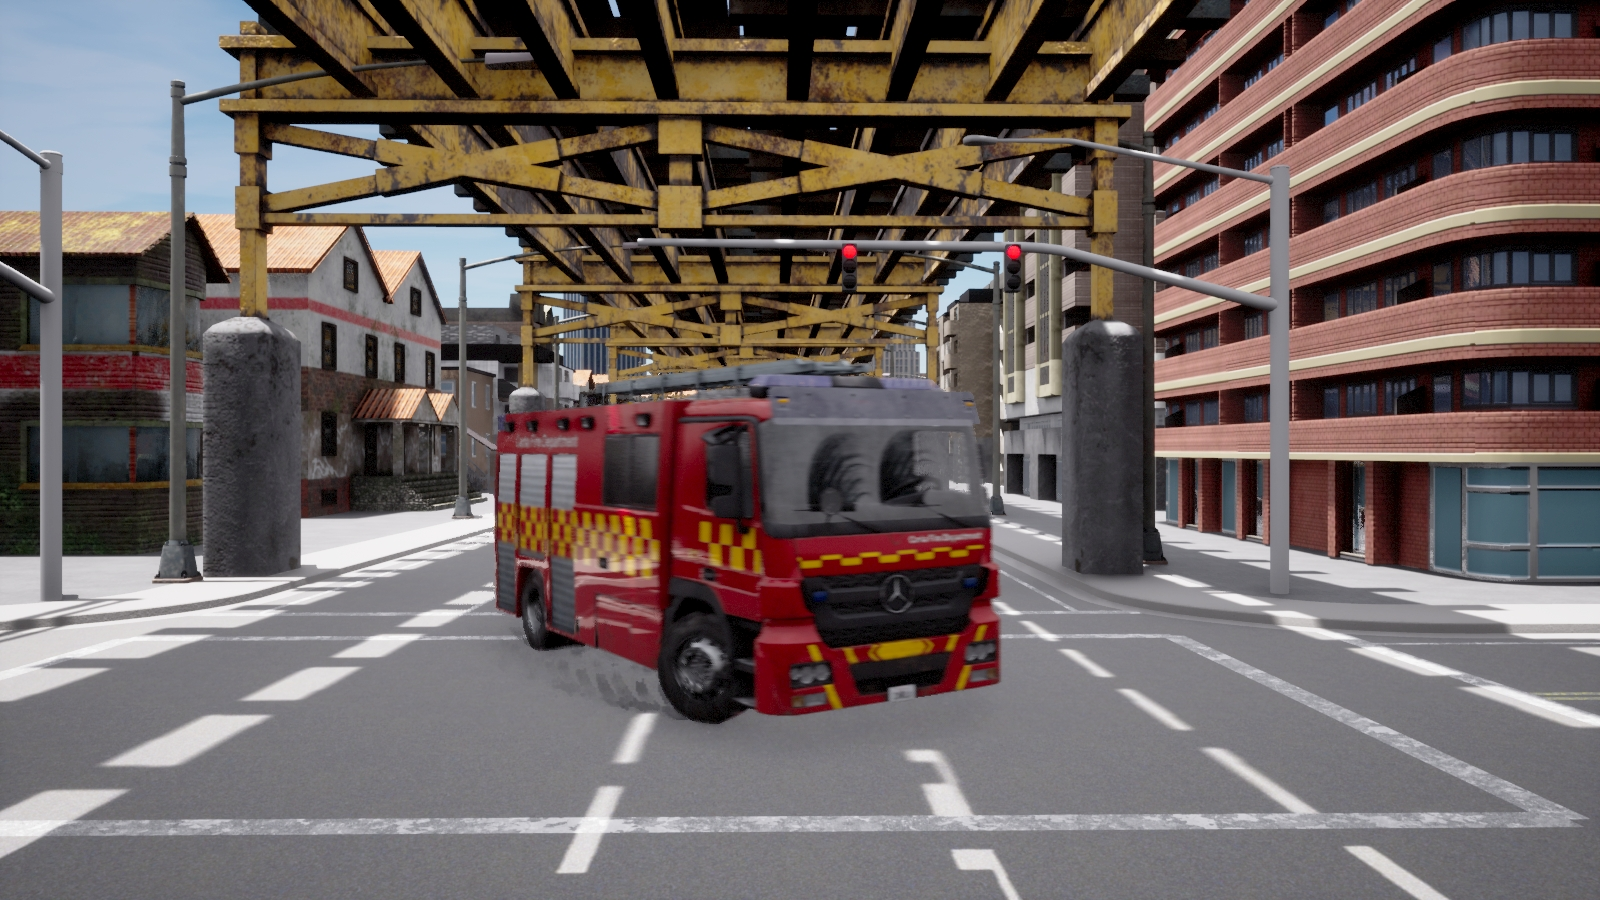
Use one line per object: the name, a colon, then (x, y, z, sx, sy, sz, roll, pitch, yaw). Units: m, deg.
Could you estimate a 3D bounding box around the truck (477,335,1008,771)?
truck: (-1.376, 0.890, 14.384, 2.891, 3.827, 8.468, -1, 0, -32)
